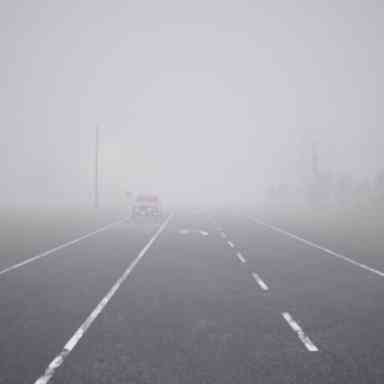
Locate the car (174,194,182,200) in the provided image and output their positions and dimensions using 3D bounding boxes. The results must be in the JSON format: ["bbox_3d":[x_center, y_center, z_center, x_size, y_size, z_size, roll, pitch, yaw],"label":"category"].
[{"bbox_3d":[-3.969,1.429,93.363,1.812,1.442,4.674,0,0,0],"label":"car"}]

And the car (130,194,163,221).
[{"bbox_3d":[-3.669,1.223,27.695,2.150,2.045,5.566,0,0,0],"label":"car"}]
